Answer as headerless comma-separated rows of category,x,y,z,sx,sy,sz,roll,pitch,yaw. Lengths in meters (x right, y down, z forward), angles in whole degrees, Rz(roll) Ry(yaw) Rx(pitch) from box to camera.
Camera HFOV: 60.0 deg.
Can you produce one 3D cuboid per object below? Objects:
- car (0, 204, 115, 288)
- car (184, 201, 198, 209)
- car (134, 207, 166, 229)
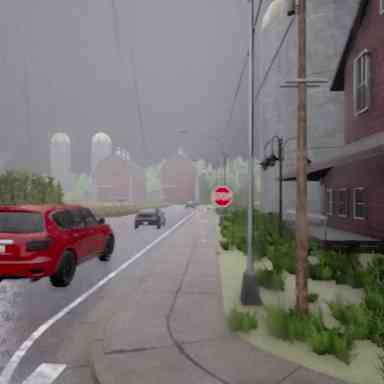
car,-4.053,1.371,9.941,2.150,2.045,5.566,0,-1,4
car,-0.323,2.599,67.382,1.812,1.442,4.674,0,-1,4
car,-3.161,1.905,25.172,1.837,1.490,4.892,1,-1,0
